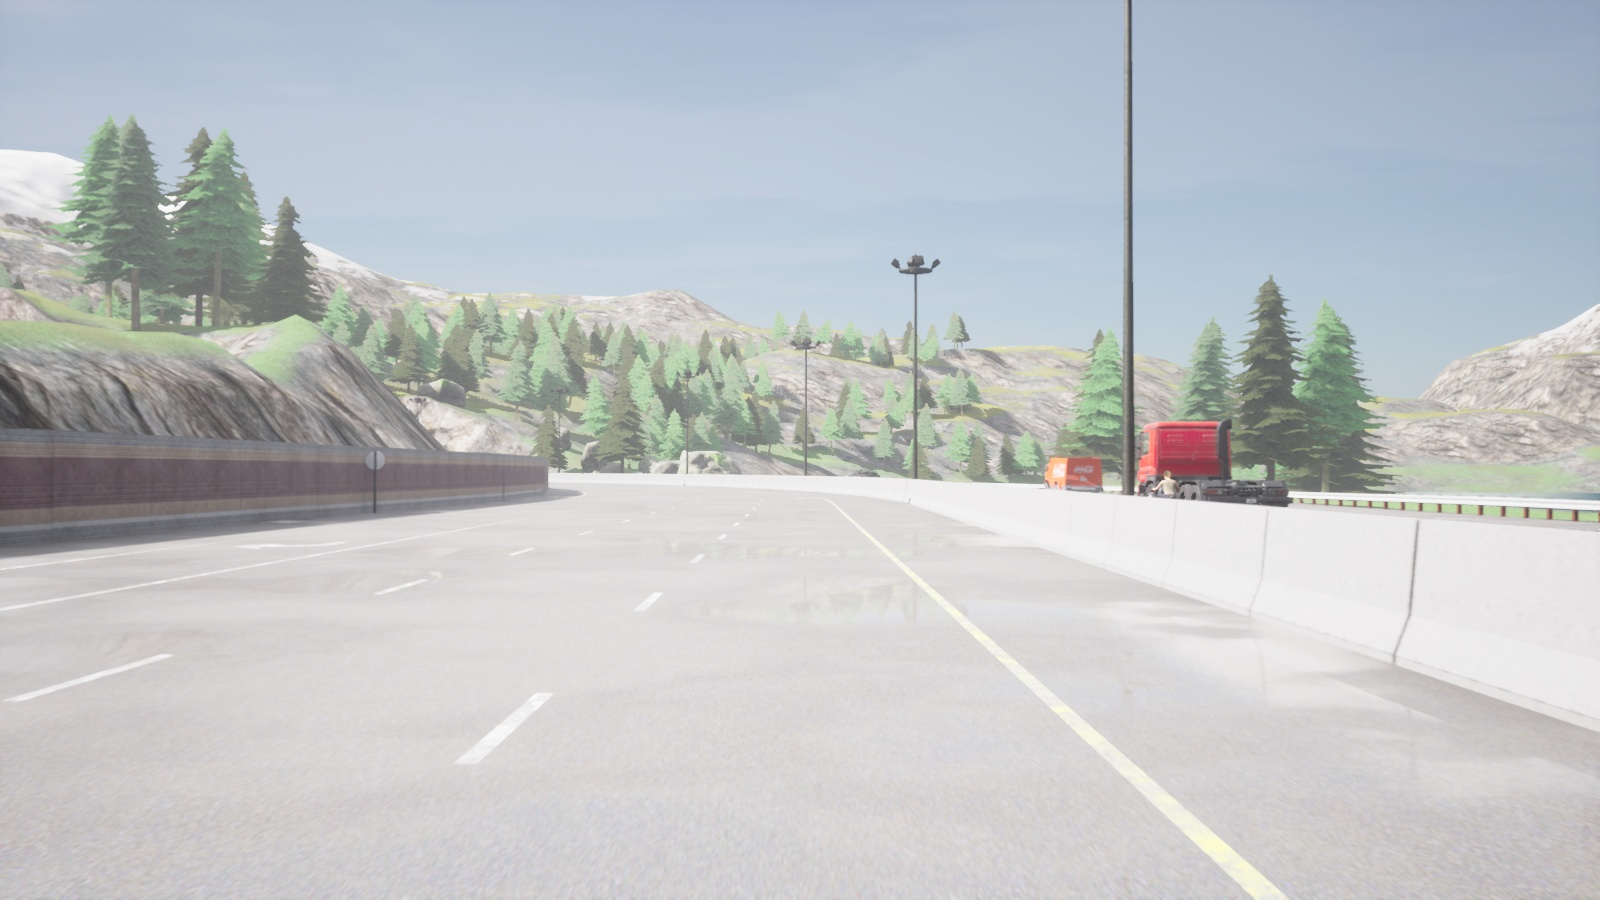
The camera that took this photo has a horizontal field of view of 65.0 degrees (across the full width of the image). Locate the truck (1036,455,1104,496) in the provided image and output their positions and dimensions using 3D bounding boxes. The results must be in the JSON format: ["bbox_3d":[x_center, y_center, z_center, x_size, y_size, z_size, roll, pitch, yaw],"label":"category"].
[{"bbox_3d":[16.578,1.557,77.385,2.627,2.467,5.204,0,-1,-6],"label":"truck"}]

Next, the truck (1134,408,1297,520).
[{"bbox_3d":[13.894,0.493,42.779,2.891,3.462,7.936,0,-1,0],"label":"truck"}]
